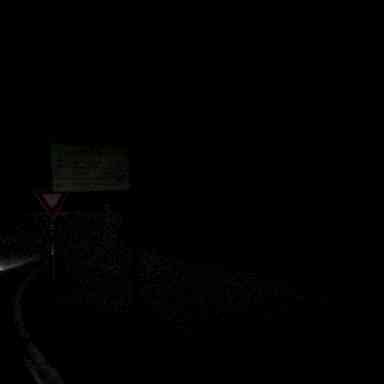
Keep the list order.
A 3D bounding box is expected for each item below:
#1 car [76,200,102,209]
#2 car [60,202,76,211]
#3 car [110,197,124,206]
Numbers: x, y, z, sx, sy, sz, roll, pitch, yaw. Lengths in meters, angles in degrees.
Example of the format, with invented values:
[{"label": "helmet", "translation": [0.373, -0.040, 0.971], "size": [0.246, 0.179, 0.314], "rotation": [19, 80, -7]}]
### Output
[{"label": "car", "translation": [-17.978, 2.207, 59.552], "size": [1.882, 1.535, 5.008], "rotation": [-4, 3, 15]}, {"label": "car", "translation": [-21.480, 2.524, 59.516], "size": [2.128, 1.511, 4.902], "rotation": [-4, 2, 15]}, {"label": "car", "translation": [-12.548, 1.673, 61.243], "size": [4.892, 1.521, 2.231], "rotation": [-4, 2, -5]}]
